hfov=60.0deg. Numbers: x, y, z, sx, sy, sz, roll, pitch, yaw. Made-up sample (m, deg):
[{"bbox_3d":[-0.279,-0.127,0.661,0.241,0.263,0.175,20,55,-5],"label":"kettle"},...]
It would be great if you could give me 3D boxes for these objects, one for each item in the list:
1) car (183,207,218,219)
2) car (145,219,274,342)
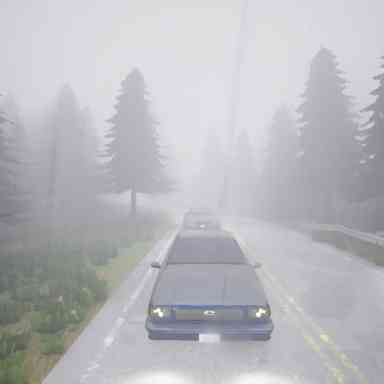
[{"bbox_3d":[0.480,1.584,19.172,1.994,1.385,4.181,0,0,-2],"label":"car"},{"bbox_3d":[0.285,1.558,7.088,2.033,1.411,5.357,0,0,1],"label":"car"}]
